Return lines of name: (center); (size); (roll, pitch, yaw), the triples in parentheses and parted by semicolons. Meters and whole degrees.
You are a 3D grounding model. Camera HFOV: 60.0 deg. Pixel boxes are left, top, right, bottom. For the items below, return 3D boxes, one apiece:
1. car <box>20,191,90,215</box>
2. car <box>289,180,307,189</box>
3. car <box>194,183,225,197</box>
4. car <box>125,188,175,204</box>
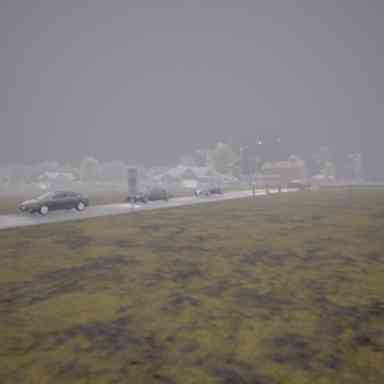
car: (-9.746, 0.724, 23.973); (1.837, 1.490, 4.892); (1, 3, 36)
car: (18.350, -1.338, 57.570); (1.882, 1.535, 5.008); (1, 3, 36)
car: (2.169, -0.278, 40.327); (2.128, 1.511, 4.902); (1, 3, 36)
car: (-3.927, 0.280, 31.959); (2.033, 1.411, 5.357); (1, 3, 36)
